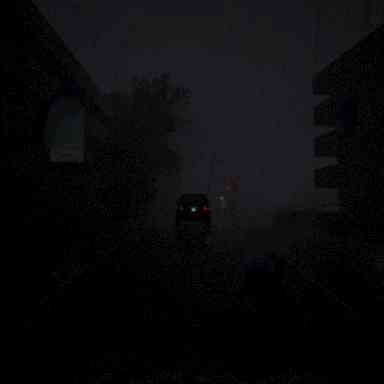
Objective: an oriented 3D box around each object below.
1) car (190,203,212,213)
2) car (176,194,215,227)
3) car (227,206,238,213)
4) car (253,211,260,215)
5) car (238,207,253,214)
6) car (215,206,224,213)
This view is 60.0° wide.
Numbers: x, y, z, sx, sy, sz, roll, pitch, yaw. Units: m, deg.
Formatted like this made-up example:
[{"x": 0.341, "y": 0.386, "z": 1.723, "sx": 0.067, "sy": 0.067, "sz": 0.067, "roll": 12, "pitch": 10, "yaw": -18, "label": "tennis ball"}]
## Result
[{"x": 1.983, "y": 3.710, "z": 75.971, "sx": 2.435, "sy": 2.045, "sz": 5.566, "roll": 2, "pitch": -4, "yaw": -30, "label": "car"}, {"x": 0.110, "y": 1.137, "z": 22.115, "sx": 2.150, "sy": 2.045, "sz": 5.566, "roll": 0, "pitch": 0, "yaw": 0, "label": "car"}, {"x": 7.836, "y": 4.277, "z": 77.047, "sx": 2.185, "sy": 1.767, "sz": 4.553, "roll": 7, "pitch": -5, "yaw": -30, "label": "car"}, {"x": 13.666, "y": 5.011, "z": 78.288, "sx": 1.946, "sy": 1.575, "sz": 5.366, "roll": 7, "pitch": -5, "yaw": -30, "label": "car"}, {"x": 10.833, "y": 4.457, "z": 77.602, "sx": 2.435, "sy": 2.045, "sz": 5.566, "roll": 8, "pitch": -6, "yaw": -30, "label": "car"}, {"x": 4.863, "y": 4.016, "z": 76.553, "sx": 2.185, "sy": 1.767, "sz": 4.553, "roll": 5, "pitch": -5, "yaw": -31, "label": "car"}]
